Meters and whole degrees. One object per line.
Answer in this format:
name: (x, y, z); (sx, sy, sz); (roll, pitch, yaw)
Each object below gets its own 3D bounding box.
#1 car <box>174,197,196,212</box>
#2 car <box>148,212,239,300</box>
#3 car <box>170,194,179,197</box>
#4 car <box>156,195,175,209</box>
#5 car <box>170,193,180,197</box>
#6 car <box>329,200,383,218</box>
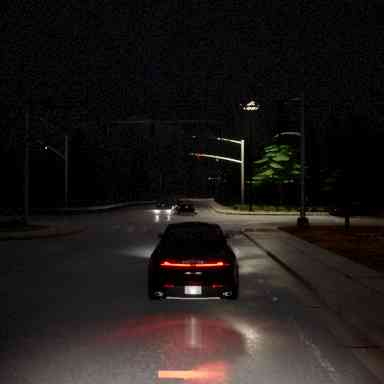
car: (-0.586, 1.552, 35.172); (2.033, 1.411, 5.357); (0, 0, -2)
car: (0.039, 1.501, 8.375); (1.837, 1.490, 4.892); (0, 0, 0)
car: (-3.642, 1.547, 54.764); (2.033, 1.411, 5.357); (0, 0, 0)
car: (-3.647, 1.505, 44.317); (1.837, 1.490, 4.892); (0, 0, 0)
car: (-3.507, 1.221, 65.395); (2.150, 2.045, 5.566); (0, 0, 1)
car: (14.791, 1.504, 29.524); (5.008, 1.535, 1.882); (0, 0, 1)
